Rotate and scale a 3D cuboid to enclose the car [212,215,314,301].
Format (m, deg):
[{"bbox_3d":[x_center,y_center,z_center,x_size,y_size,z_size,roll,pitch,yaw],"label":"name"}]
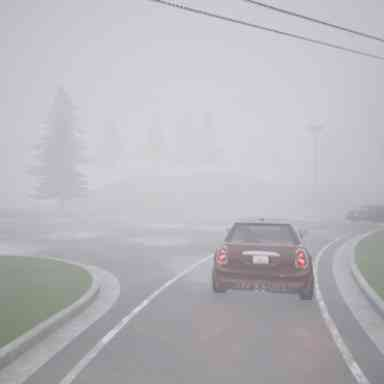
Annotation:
[{"bbox_3d":[1.914,1.385,8.746,2.097,1.767,4.553,0,0,15],"label":"car"}]

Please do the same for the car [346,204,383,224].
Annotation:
[{"bbox_3d":[14.089,1.655,25.525,5.357,1.411,2.033,0,0,-33],"label":"car"}]
